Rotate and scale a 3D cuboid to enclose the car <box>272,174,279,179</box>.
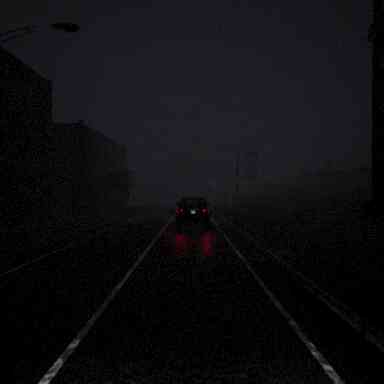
[{"bbox_3d":[21.751,-3.613,80.905,2.231,1.521,4.892,0,1,-1],"label":"car"}]

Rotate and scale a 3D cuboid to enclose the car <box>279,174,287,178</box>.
[{"bbox_3d":[21.992,-3.502,75.362,2.002,1.452,4.674,0,1,-3],"label":"car"}]

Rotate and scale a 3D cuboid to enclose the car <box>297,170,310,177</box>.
[{"bbox_3d":[22.828,-3.513,64.321,2.185,1.767,4.553,0,1,-5],"label":"car"}]

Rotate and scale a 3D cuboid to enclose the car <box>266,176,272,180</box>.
[{"bbox_3d":[21.615,-3.667,86.422,2.231,1.521,4.892,0,0,-1],"label":"car"}]

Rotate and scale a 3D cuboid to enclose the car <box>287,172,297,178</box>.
[{"bbox_3d":[22.352,-3.465,69.826,2.097,1.535,5.008,0,1,-4],"label":"car"}]

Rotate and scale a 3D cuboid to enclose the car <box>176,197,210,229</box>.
[{"bbox_3d":[0.065,1.319,22.805,2.150,2.045,5.566,0,0,0],"label":"car"}]

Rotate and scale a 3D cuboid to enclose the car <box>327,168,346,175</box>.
[{"bbox_3d":[24.165,-3.192,53.157,2.002,1.452,4.674,0,1,-7],"label":"car"}]

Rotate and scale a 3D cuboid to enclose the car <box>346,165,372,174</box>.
[{"bbox_3d":[24.977,-3.155,47.796,2.231,1.521,4.892,0,1,-9],"label":"car"}]

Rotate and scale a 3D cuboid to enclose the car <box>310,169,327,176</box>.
[{"bbox_3d":[23.456,-3.279,58.630,2.163,1.488,4.792,0,1,-6],"label":"car"}]

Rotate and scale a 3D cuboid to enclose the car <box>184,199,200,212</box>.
[{"bbox_3d":[0.044,1.653,42.027,1.882,1.535,5.008,0,0,0],"label":"car"}]
